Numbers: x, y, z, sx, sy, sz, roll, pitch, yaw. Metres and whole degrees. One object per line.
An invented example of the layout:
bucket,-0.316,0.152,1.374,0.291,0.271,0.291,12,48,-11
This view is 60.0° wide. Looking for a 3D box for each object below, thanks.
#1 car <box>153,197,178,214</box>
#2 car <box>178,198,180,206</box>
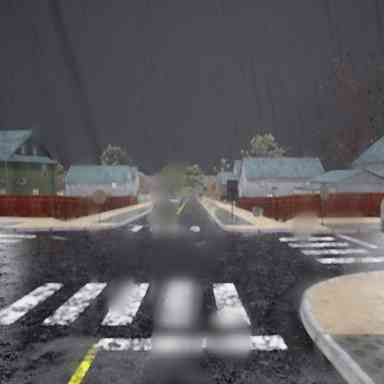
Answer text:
car,-2.899,1.503,34.789,2.033,1.411,5.357,0,0,0
car,-2.899,1.486,54.222,1.812,1.442,4.674,0,0,0
